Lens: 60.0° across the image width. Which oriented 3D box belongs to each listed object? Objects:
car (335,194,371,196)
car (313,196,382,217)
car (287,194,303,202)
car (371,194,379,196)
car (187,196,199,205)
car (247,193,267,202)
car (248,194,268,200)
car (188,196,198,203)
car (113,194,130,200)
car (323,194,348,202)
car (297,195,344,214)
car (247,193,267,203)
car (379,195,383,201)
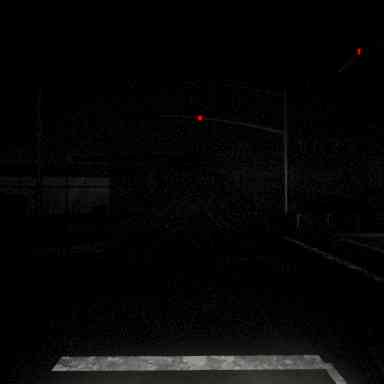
[{"bbox_3d":[20.636,1.320,43.223,3.633,1.501,1.845,0,0,0],"label":"car"},{"bbox_3d":[13.070,1.339,28.212,4.514,1.523,2.007,0,0,0],"label":"car"},{"bbox_3d":[21.306,1.097,65.675,4.605,1.855,1.932,0,0,0],"label":"car"},{"bbox_3d":[38.354,1.232,69.017,3.806,1.475,1.970,0,0,0],"label":"car"},{"bbox_3d":[0.229,1.504,59.244,1.837,1.490,4.892,0,0,0],"label":"car"},{"bbox_3d":[13.426,1.077,68.932,3.866,1.878,1.905,0,0,0],"label":"car"},{"bbox_3d":[18.102,1.333,91.563,4.902,1.511,2.128,0,0,0],"label":"car"},{"bbox_3d":[0.249,1.547,69.629,2.033,1.411,5.357,0,0,0],"label":"car"},{"bbox_3d":[-19.433,1.332,91.525,4.674,1.442,1.812,0,0,0],"label":"car"},{"bbox_3d":[31.291,1.298,72.653,4.514,1.523,2.007,0,0,0],"label":"car"},{"bbox_3d":[13.006,1.330,31.348,5.027,1.636,2.152,0,0,0],"label":"car"},{"bbox_3d":[12.827,1.361,65.605,3.806,1.475,1.970,0,0,0],"label":"car"},{"bbox_3d":[38.701,1.153,62.601,5.027,1.636,2.152,0,0,0],"label":"car"}]
